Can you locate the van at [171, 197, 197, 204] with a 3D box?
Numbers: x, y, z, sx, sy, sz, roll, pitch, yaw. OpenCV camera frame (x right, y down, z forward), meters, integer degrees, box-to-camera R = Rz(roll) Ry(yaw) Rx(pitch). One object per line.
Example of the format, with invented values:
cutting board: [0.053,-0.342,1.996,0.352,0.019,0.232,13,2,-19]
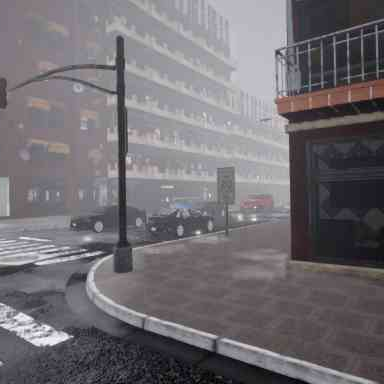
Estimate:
van: [-0.399,1.365,30.424,1.690,1.788,3.998,-1,-1,36]

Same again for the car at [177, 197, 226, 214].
car: [1.167,1.478,28.368,1.837,1.490,4.892,-1,-1,35]

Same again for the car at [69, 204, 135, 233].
car: [-4.882,1.475,19.919,1.882,1.535,5.008,-1,-1,36]

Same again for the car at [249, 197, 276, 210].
car: [9.327,1.431,44.014,1.967,1.590,4.097,-1,-1,36]

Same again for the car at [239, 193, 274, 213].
car: [7.252,1.174,36.875,2.150,2.045,5.566,-1,-1,36]

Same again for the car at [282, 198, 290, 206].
car: [15.713,1.496,52.935,1.752,1.417,4.829,-1,-1,36]

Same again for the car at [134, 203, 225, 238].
car: [-0.470,1.435,16.778,2.008,1.369,4.403,-1,-1,36]
